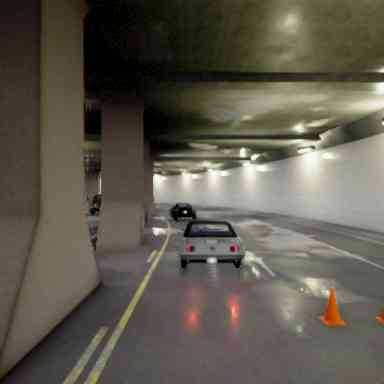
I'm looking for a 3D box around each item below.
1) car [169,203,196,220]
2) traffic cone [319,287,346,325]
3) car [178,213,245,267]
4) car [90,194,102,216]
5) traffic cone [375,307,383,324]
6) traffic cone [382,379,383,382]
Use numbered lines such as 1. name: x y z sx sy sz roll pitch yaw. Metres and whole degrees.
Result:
1. car: -0.866 1.606 29.100 1.994 1.385 4.181 0 0 -9
2. traffic cone: 2.453 1.969 5.823 0.340 0.580 0.340 0 0 0
3. car: 0.550 1.619 11.500 1.895 1.301 4.718 0 0 0
4. car: -9.144 1.256 33.979 2.150 2.045 5.566 0 0 -14
5. traffic cone: 3.453 1.971 5.818 0.340 0.580 0.340 0 0 0
6. traffic cone: 2.444 1.966 3.823 0.340 0.580 0.340 0 0 0
